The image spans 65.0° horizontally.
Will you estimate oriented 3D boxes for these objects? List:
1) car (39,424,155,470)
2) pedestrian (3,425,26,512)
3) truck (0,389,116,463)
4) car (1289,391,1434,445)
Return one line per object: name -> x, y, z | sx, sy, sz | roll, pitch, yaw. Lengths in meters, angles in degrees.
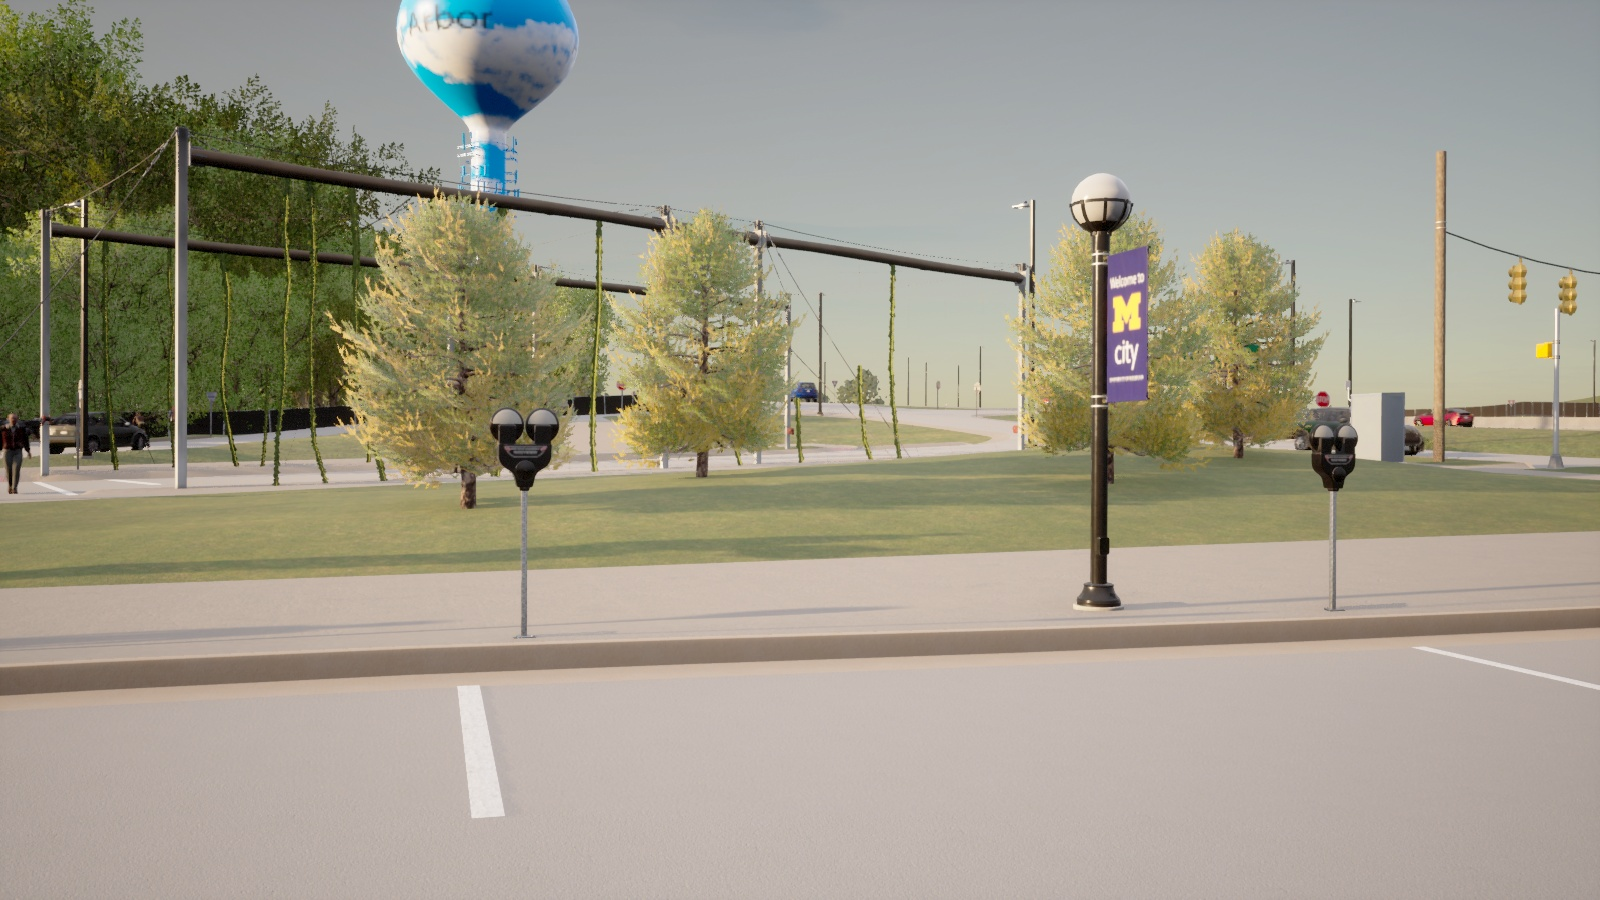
car -> -27.136, -0.131, 48.643 | 1.851, 1.617, 3.988 | -1, 2, 8
pedestrian -> -16.963, 0.385, 27.115 | 0.376, 1.854, 0.720 | -1, 0, -31
truck -> -38.118, -1.185, 61.118 | 7.936, 3.462, 2.891 | -2, 3, -45
car -> 19.430, -1.122, 43.699 | 2.097, 1.767, 4.553 | -1, 2, -17
